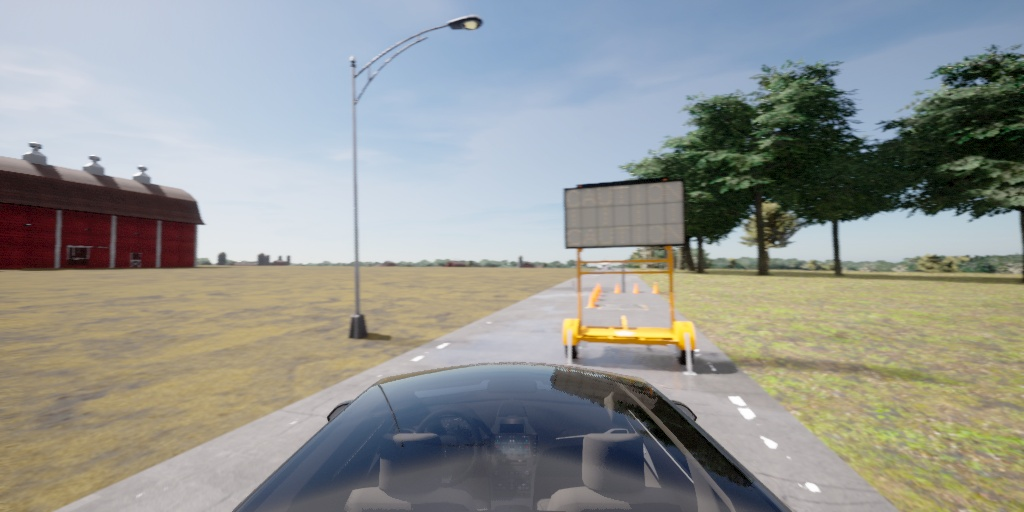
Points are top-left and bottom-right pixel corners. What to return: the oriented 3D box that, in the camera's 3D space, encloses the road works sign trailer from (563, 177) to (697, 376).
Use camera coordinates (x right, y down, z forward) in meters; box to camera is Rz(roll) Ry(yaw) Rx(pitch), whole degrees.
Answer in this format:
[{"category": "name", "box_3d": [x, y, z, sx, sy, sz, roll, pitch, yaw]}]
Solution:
[{"category": "road works sign trailer", "box_3d": [2.396, 0.226, 7.580, 2.380, 3.560, 2.880, 0, 0, 16]}]
